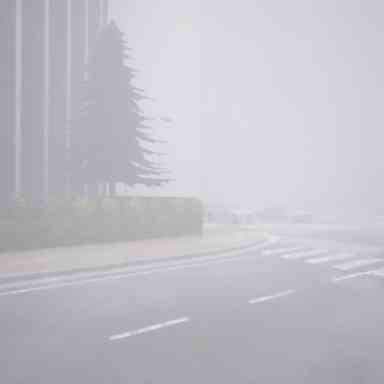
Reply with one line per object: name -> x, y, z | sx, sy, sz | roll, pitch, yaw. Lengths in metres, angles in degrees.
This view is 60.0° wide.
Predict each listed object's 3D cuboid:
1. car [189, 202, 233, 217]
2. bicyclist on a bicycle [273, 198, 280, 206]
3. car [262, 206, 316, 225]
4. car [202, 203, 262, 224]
car -> 1.843, 1.764, 33.951 | 1.895, 1.301, 4.718 | 0, 0, -35
bicyclist on a bicycle -> 10.731, 1.529, 42.139 | 1.656, 1.620, 0.582 | 0, 0, -35
car -> 7.268, 1.767, 26.270 | 1.895, 1.301, 4.718 | 0, 0, -35
car -> 2.952, 1.672, 26.316 | 1.812, 1.442, 4.674 | 0, 0, -35
